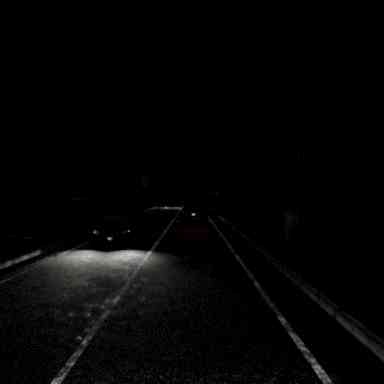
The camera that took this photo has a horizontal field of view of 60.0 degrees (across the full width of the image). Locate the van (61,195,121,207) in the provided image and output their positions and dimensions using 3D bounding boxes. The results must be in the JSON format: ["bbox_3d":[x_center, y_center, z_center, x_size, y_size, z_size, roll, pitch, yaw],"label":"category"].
[{"bbox_3d":[-9.091,1.469,30.203,4.442,1.987,1.878,0,0,0],"label":"van"}]

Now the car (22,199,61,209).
[{"bbox_3d":[-22.051,1.770,48.827,4.792,1.488,2.163,0,0,0],"label":"car"}]

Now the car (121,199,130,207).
[{"bbox_3d":[-8.981,1.741,33.006,4.674,1.452,2.002,0,0,0],"label":"car"}]

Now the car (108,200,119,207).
[{"bbox_3d":[-8.965,1.688,27.400,5.008,1.535,2.097,0,0,0],"label":"car"}]

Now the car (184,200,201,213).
[{"bbox_3d":[0.098,1.799,41.907,1.994,1.385,4.181,0,0,0],"label":"car"}]

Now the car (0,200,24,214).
[{"bbox_3d":[-22.071,1.716,37.725,4.892,1.521,2.231,0,0,0],"label":"car"}]

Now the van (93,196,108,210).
[{"bbox_3d":[-8.850,1.455,24.593,4.442,1.987,1.878,0,0,0],"label":"van"}]

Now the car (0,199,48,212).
[{"bbox_3d":[-21.887,1.725,43.275,5.366,1.575,1.946,0,0,0],"label":"car"}]

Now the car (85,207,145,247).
[{"bbox_3d":[-3.349,1.646,15.860,1.812,1.442,4.674,0,0,0],"label":"car"}]

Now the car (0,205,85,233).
[{"bbox_3d":[-8.988,1.687,18.987,4.792,1.488,2.163,0,0,0],"label":"car"}]

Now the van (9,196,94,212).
[{"bbox_3d":[-9.079,1.443,21.791,4.442,1.987,1.878,0,0,0],"label":"van"}]

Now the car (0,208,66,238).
[{"bbox_3d":[-8.952,1.679,16.179,4.674,1.452,2.002,0,0,0],"label":"car"}]

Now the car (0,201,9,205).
[{"bbox_3d":[-22.066,1.708,34.949,5.008,1.535,2.097,0,0,0],"label":"car"}]

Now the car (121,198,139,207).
[{"bbox_3d":[-8.797,1.705,35.809,5.366,1.575,1.946,0,0,0],"label":"car"}]

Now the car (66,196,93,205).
[{"bbox_3d":[-22.135,1.656,65.481,4.553,1.767,2.185,0,0,0],"label":"car"}]

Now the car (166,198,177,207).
[{"bbox_3d":[-3.314,1.741,56.400,1.882,1.535,5.008,0,0,0],"label":"car"}]

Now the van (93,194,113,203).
[{"bbox_3d":[-22.010,1.605,82.132,4.442,1.987,1.878,0,0,0],"label":"van"}]

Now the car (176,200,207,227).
[{"bbox_3d":[0.099,1.600,24.683,2.033,1.649,4.856,0,0,0],"label":"car"}]

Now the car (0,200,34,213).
[{"bbox_3d":[-22.098,1.751,40.500,4.792,1.488,2.163,0,0,0],"label":"car"}]

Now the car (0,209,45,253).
[{"bbox_3d":[-8.957,1.619,13.377,4.892,1.521,2.231,0,0,0],"label":"car"}]

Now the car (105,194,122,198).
[{"bbox_3d":[-8.958,1.463,38.613,5.566,2.045,2.435,0,0,0],"label":"car"}]
